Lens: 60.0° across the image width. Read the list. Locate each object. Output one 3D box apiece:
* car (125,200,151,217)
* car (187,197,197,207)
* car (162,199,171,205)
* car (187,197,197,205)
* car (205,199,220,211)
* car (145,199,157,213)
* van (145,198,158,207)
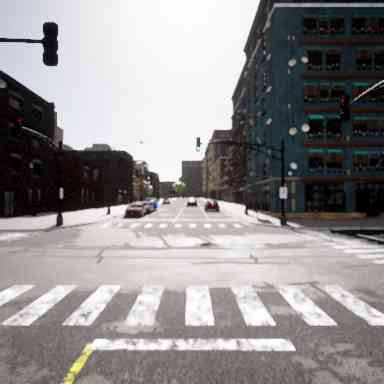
[{"bbox_3d":[-5.746,1.812,34.187,1.887,1.381,4.507,1,0,0],"label":"car"},{"bbox_3d":[0.014,2.050,62.272,1.994,1.385,4.181,0,0,0],"label":"car"},{"bbox_3d":[-5.661,2.160,73.988,1.802,1.307,4.206,1,0,0],"label":"car"},{"bbox_3d":[0.015,1.922,72.283,2.128,1.511,4.902,0,0,0],"label":"car"},{"bbox_3d":[2.715,1.796,45.616,1.967,1.590,4.097,1,0,0],"label":"car"},{"bbox_3d":[-5.668,1.856,39.869,1.887,1.381,4.507,1,0,0],"label":"car"},{"bbox_3d":[-5.663,1.696,45.558,1.690,1.788,3.998,1,0,0],"label":"van"}]
